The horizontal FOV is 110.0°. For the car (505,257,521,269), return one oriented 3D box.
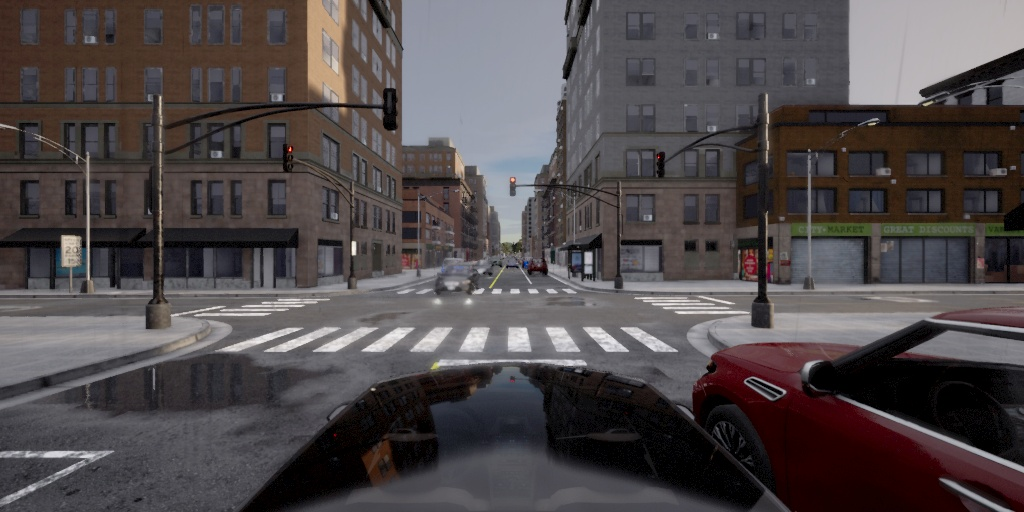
[{"bbox_3d":[0.068,1.306,57.962,1.994,1.385,4.181,0,0,0],"label":"car"}]

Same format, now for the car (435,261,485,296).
[{"bbox_3d":[-2.845,1.240,19.314,2.128,1.511,4.902,0,0,0],"label":"car"}]

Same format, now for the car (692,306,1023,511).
[{"bbox_3d":[2.638,1.065,1.167,2.192,1.841,5.009,0,0,0],"label":"car"}]

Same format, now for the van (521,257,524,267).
[{"bbox_3d":[2.704,1.084,54.756,1.690,1.789,3.998,0,0,0],"label":"van"}]

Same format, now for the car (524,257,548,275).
[{"bbox_3d":[2.715,1.060,38.538,2.192,1.841,5.009,0,0,0],"label":"car"}]

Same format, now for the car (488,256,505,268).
[{"bbox_3d":[-2.751,0.968,60.493,2.150,2.045,5.566,0,0,0],"label":"car"}]

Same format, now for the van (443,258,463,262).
[{"bbox_3d":[-5.399,1.087,33.132,1.690,1.789,3.998,0,0,0],"label":"van"}]

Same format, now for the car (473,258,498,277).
[{"bbox_3d":[-2.841,1.237,35.781,2.128,1.511,4.902,0,0,0],"label":"car"}]
